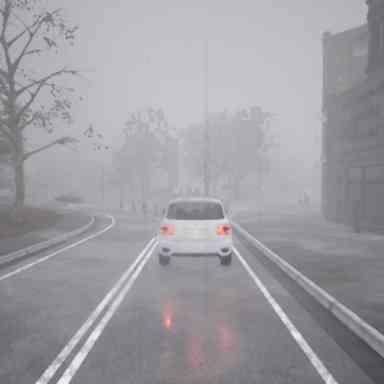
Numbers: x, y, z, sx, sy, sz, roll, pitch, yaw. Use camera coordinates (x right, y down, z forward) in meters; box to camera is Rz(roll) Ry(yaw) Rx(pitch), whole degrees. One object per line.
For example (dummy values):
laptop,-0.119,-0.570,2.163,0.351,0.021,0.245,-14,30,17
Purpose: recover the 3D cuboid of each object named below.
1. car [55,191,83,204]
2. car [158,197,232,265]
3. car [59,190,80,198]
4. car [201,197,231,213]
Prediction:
car,-17.085,0.941,46.204,4.718,1.301,1.895,1,2,42
car,0.093,1.173,11.628,2.150,2.045,5.566,0,0,0
car,-23.321,0.427,63.421,1.994,1.385,4.181,0,2,9
car,2.518,1.278,33.356,1.895,1.301,4.718,1,1,19
